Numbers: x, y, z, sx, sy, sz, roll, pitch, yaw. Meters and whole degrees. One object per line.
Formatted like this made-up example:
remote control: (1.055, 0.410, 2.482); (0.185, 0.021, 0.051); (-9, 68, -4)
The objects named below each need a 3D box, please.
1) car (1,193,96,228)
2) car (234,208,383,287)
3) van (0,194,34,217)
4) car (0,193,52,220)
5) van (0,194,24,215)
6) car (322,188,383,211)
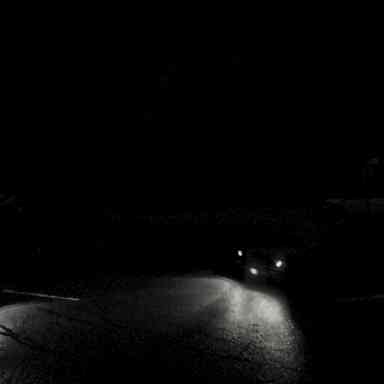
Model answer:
car: (-8.724, 1.122, 21.508); (2.435, 2.045, 5.566); (-1, 0, 26)
car: (3.766, 1.393, 8.956); (5.357, 1.411, 2.033); (-1, 1, -29)
van: (-16.871, 1.172, 30.128); (1.878, 1.987, 4.442); (-1, 0, 26)
car: (-14.877, 1.141, 27.859); (2.435, 2.045, 5.566); (0, 0, 26)
van: (-18.919, 1.178, 32.264); (1.878, 1.987, 4.442); (-1, 0, 26)
car: (11.827, 0.792, 22.698); (5.566, 2.045, 2.435); (-1, 0, 28)
